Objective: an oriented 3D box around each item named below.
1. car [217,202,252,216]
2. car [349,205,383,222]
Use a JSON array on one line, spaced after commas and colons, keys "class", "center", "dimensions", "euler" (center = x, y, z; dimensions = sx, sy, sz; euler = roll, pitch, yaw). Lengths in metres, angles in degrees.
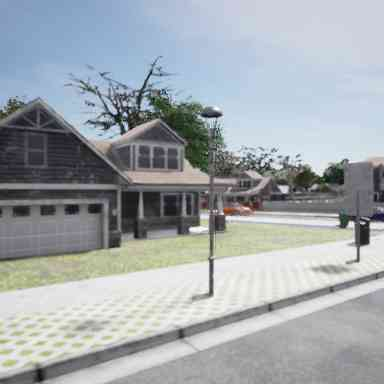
[{"class": "car", "center": [5.169, 2.080, 40.539], "dimensions": [2.097, 1.767, 4.553], "euler": [0, -1, -37]}, {"class": "car", "center": [14.881, 1.826, 27.106], "dimensions": [1.812, 1.442, 4.674], "euler": [0, -1, -36]}]
